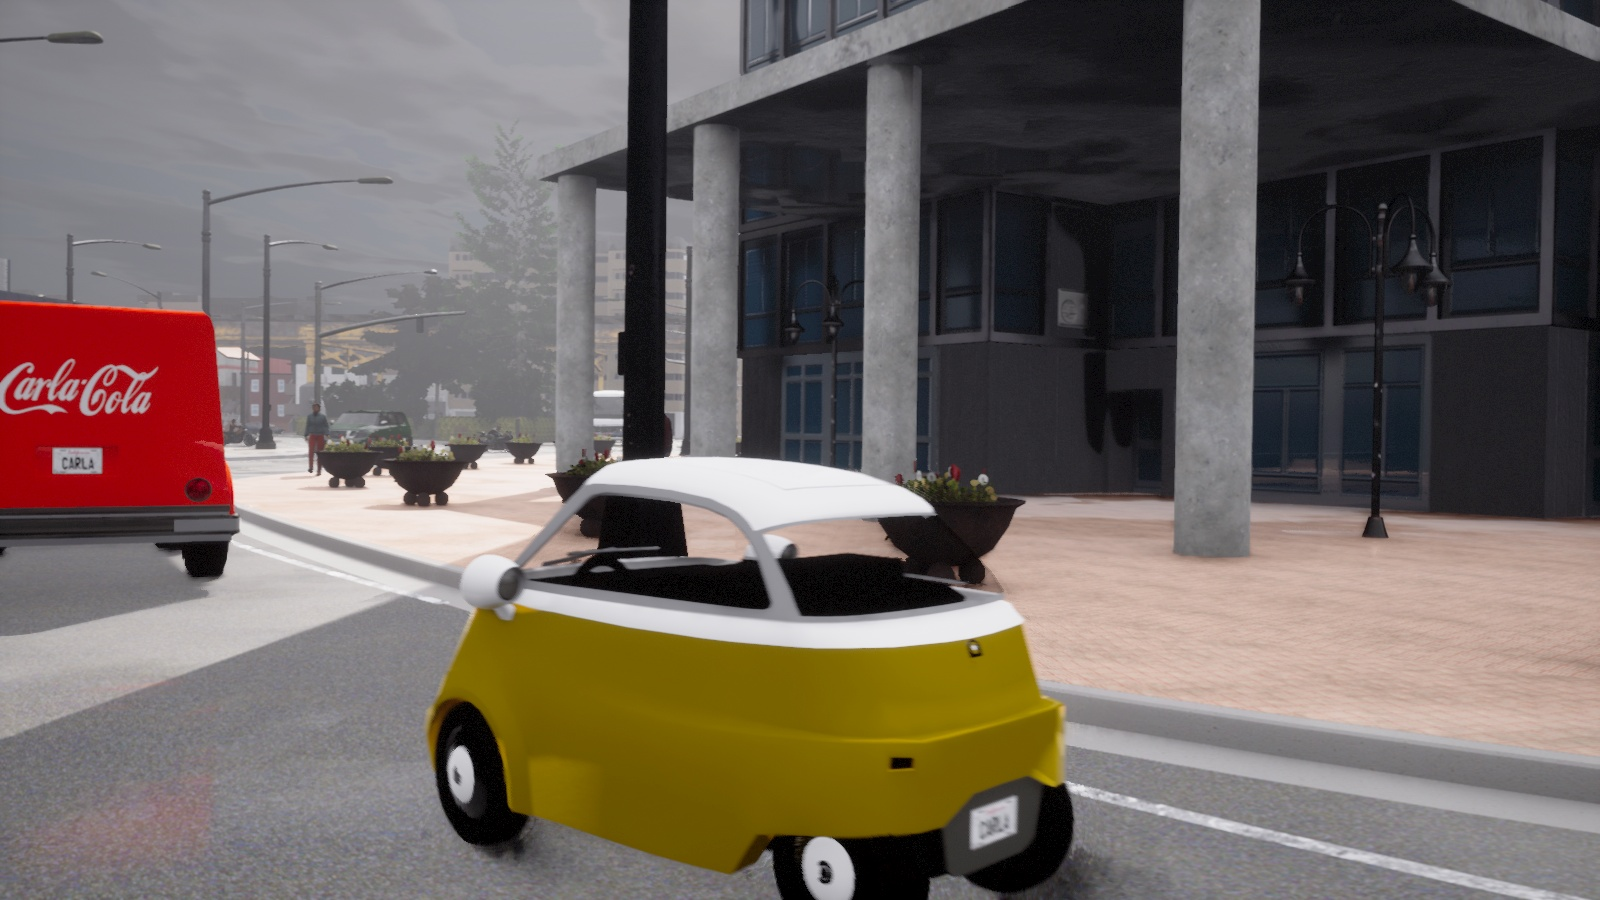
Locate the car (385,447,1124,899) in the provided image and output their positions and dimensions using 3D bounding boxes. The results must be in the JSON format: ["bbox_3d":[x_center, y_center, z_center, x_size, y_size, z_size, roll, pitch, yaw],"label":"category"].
[{"bbox_3d":[-0.233,0.712,4.426,2.207,1.376,1.481,2,2,44],"label":"car"}]

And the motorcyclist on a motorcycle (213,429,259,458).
[{"bbox_3d":[-32.430,-0.396,72.235,2.350,1.649,0.766,1,1,4],"label":"motorcyclist on a motorcycle"}]

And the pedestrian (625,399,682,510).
[{"bbox_3d":[-2.502,0.063,21.358,0.634,1.844,0.899,-1,1,-32],"label":"pedestrian"}]

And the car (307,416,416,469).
[{"bbox_3d":[-17.998,-0.335,51.864,2.150,2.045,5.566,0,1,5],"label":"car"}]

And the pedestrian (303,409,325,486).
[{"bbox_3d":[-11.819,-0.069,30.544,0.353,1.847,0.614,0,1,-10],"label":"pedestrian"}]

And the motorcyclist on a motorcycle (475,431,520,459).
[{"bbox_3d":[-16.308,-0.275,67.646,2.191,1.530,0.866,0,1,4],"label":"motorcyclist on a motorcycle"}]

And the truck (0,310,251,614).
[{"bbox_3d":[-7.318,0.065,12.752,2.627,2.467,5.204,-1,1,-30],"label":"truck"}]
